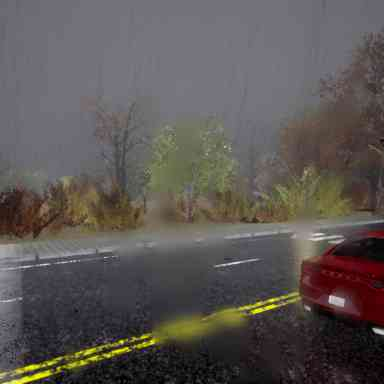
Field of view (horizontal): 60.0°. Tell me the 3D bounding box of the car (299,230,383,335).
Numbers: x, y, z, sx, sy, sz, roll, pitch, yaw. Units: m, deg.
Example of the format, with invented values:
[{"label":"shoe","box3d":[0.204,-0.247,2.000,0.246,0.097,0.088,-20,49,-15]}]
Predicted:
[{"label":"car","box3d":[4.180,1.480,6.415,5.008,1.535,1.882,0,0,-35]}]
